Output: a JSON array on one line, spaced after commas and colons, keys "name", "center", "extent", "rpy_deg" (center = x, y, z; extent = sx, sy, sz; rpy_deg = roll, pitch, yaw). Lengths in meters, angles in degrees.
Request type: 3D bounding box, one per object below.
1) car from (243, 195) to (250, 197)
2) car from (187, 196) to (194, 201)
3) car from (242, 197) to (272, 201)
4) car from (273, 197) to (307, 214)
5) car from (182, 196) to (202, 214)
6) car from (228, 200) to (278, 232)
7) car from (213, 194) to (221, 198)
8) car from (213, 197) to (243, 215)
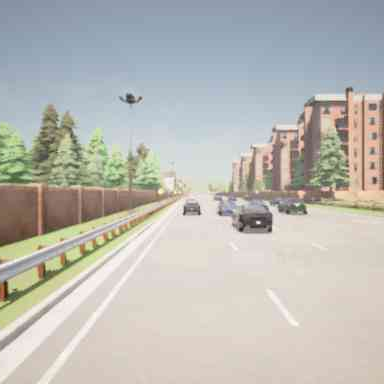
[{"name": "car", "center": [13.646, 1.553, 83.135], "extent": [1.837, 1.490, 4.892], "rpy_deg": [0, 0, 0]}, {"name": "car", "center": [-0.410, 1.659, 92.006], "extent": [1.895, 1.301, 4.718], "rpy_deg": [0, 0, 0]}, {"name": "car", "center": [6.989, 1.548, 36.325], "extent": [1.812, 1.442, 4.674], "rpy_deg": [0, 0, 0]}, {"name": "car", "center": [10.491, 1.372, 35.253], "extent": [2.097, 1.767, 4.553], "rpy_deg": [0, 0, 0]}, {"name": "car", "center": [-0.001, 1.517, 34.891], "extent": [2.128, 1.511, 4.902], "rpy_deg": [0, 0, 0]}, {"name": "car", "center": [3.589, 1.491, 20.431], "extent": [1.882, 1.535, 5.008], "rpy_deg": [0, 0, 0]}, {"name": "car", "center": [6.618, 1.414, 87.525], "extent": [2.097, 1.767, 4.553], "rpy_deg": [0, 0, 0]}, {"name": "car", "center": [3.483, 1.570, 33.672], "extent": [2.033, 1.411, 5.357], "rpy_deg": [0, 0, 0]}]
